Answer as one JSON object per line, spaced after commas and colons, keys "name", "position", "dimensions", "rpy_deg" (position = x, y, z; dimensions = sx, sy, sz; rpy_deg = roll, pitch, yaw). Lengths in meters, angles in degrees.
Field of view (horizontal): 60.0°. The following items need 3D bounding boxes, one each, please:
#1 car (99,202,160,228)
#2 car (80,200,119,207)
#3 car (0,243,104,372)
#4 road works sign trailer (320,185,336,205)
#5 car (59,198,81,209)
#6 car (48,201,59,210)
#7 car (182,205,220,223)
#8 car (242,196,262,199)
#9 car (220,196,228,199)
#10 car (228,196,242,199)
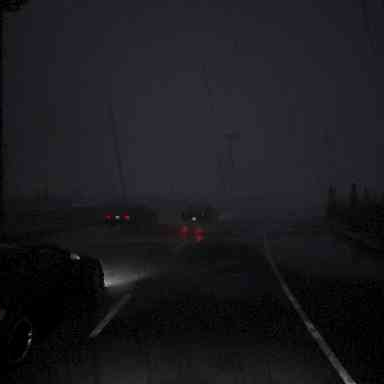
{"name": "car", "position": [-3.831, 1.557, 22.381], "dimensions": [2.033, 1.411, 5.357], "rpy_deg": [0, 0, 15]}
{"name": "car", "position": [-8.171, 1.553, 32.703], "dimensions": [2.033, 1.411, 5.357], "rpy_deg": [0, 0, 19]}
{"name": "car", "position": [-3.019, 1.559, 5.706], "dimensions": [1.994, 1.385, 4.181], "rpy_deg": [0, 0, 4]}
{"name": "road works sign trailer", "position": [24.754, 0.611, 59.811], "dimensions": [2.880, 3.560, 2.380], "rpy_deg": [0, 0, -42]}
{"name": "car", "position": [-11.170, 1.522, 34.510], "dimensions": [1.812, 1.442, 4.674], "rpy_deg": [0, 0, 20]}
{"name": "car", "position": [-13.869, 1.482, 37.228], "dimensions": [2.128, 1.511, 4.902], "rpy_deg": [0, 0, 21]}
{"name": "car", "position": [0.817, 1.631, 25.859], "dimensions": [1.895, 1.301, 4.718], "rpy_deg": [0, 0, 17]}
{"name": "car", "position": [12.842, 1.614, 67.354], "dimensions": [1.837, 1.490, 4.892], "rpy_deg": [0, 0, 42]}
{"name": "car", "position": [7.803, 1.601, 72.216], "dimensions": [1.837, 1.490, 4.892], "rpy_deg": [0, 0, 42]}
{"name": "car", "position": [10.158, 1.702, 69.604], "dimensions": [1.895, 1.301, 4.718], "rpy_deg": [0, 0, 42]}
